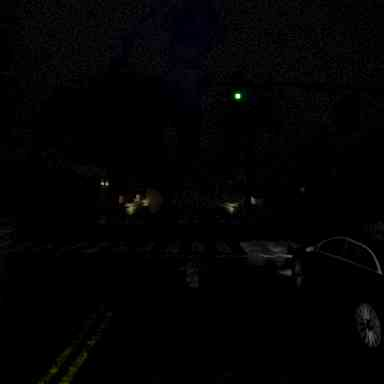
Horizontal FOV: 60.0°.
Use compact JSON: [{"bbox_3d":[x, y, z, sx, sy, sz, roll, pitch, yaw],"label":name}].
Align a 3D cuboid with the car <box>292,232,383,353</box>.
[{"bbox_3d":[3.359,1.491,6.139,2.128,1.511,4.902,0,0,-2],"label":"car"}]
